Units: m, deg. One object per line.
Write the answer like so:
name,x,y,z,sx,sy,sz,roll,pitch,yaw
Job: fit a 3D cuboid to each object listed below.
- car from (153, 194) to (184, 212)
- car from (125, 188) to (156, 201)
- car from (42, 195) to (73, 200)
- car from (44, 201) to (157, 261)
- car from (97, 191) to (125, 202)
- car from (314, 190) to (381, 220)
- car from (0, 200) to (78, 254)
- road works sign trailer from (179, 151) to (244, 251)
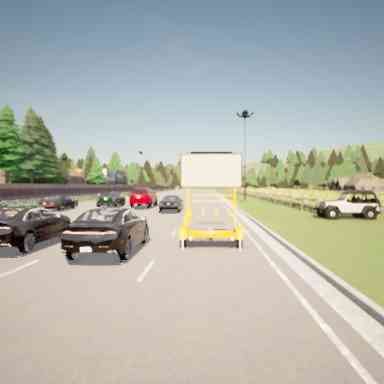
car,-1.832,1.014,30.099,2.033,1.411,5.357,0,1,3
car,-5.090,0.596,35.153,2.150,2.045,5.566,0,1,3
car,-12.320,0.997,30.593,2.033,1.411,5.357,0,1,3
car,-2.740,1.287,11.373,2.128,1.511,4.902,0,1,3
car,-8.574,0.717,35.573,2.097,1.767,4.553,0,1,3
car,10.089,0.841,21.522,3.866,1.878,1.905,0,1,3
car,-6.194,1.266,12.399,2.128,1.511,4.902,0,1,3
road works sign trailer,0.742,0.235,12.949,2.380,3.560,2.880,0,1,3
